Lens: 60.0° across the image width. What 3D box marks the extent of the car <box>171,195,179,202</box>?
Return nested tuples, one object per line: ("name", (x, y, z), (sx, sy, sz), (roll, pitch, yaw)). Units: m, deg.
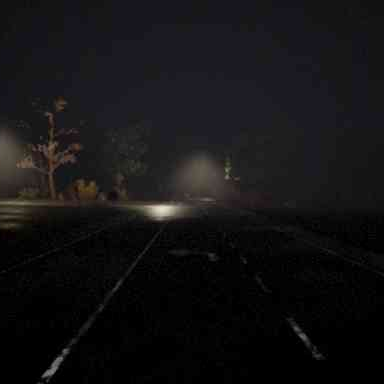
("car", (-3.986, 1.511, 79.423), (1.882, 1.535, 5.008), (0, 0, -1))
